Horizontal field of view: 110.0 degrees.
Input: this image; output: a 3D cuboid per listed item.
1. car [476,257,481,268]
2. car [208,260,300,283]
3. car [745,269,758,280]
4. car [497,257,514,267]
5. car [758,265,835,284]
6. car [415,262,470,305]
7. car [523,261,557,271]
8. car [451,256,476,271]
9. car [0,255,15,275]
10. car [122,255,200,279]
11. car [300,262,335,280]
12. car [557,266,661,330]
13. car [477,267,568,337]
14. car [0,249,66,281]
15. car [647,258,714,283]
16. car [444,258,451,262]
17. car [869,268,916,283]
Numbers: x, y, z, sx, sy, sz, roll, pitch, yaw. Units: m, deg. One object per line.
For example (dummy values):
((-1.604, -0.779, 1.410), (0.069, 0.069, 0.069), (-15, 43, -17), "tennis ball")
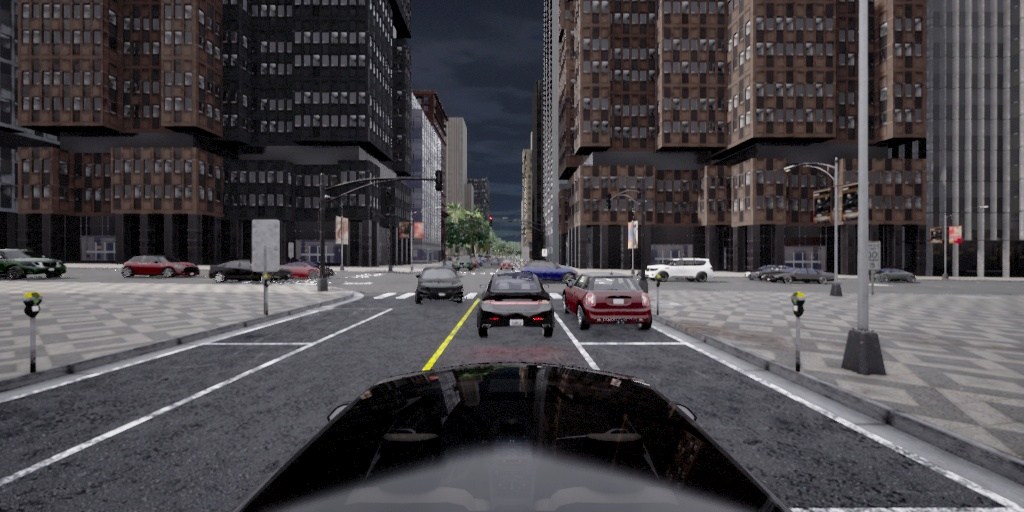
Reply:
((-6.664, 1.271, 59.338), (1.882, 1.535, 5.008), (0, 0, 0), "car")
((-17.569, 1.021, 24.240), (5.008, 1.535, 1.882), (1, 0, 1), "car")
((25.170, 1.637, 34.621), (4.902, 1.511, 2.128), (1, 0, -1), "car")
((-0.755, 1.215, 52.527), (1.967, 1.591, 4.097), (0, 0, -1), "car")
((25.123, 1.695, 31.370), (5.357, 1.411, 2.033), (1, 0, 0), "car")
((-3.308, 1.232, 16.437), (1.882, 1.535, 5.008), (1, 0, -14), "car")
((2.868, 1.181, 27.726), (4.553, 1.767, 2.097), (1, 0, -1), "car")
((-6.583, 0.990, 49.348), (2.150, 2.045, 5.566), (0, 0, 0), "car")
((-41.755, 0.672, 27.350), (5.008, 1.535, 1.882), (1, 0, -1), "car")
((-26.772, 0.763, 27.467), (4.553, 1.767, 2.097), (1, 0, -1), "car")
((-16.068, 1.125, 27.764), (4.181, 1.385, 1.994), (1, 0, -4), "car")
((2.735, 1.193, 11.146), (1.967, 1.591, 4.097), (0, 0, 0), "car")
((0.077, 1.244, 10.260), (2.128, 1.511, 4.902), (0, 0, -1), "car")
((-33.806, 0.536, 24.160), (5.566, 2.045, 2.150), (1, 0, 0), "car")
((14.510, 1.215, 31.259), (5.566, 2.045, 2.150), (1, 0, 1), "car")
((-9.279, 1.341, 52.450), (1.948, 1.339, 4.313), (0, 0, -1), "car")
((36.242, 1.871, 34.709), (4.181, 1.385, 1.994), (1, 0, -1), "car")
